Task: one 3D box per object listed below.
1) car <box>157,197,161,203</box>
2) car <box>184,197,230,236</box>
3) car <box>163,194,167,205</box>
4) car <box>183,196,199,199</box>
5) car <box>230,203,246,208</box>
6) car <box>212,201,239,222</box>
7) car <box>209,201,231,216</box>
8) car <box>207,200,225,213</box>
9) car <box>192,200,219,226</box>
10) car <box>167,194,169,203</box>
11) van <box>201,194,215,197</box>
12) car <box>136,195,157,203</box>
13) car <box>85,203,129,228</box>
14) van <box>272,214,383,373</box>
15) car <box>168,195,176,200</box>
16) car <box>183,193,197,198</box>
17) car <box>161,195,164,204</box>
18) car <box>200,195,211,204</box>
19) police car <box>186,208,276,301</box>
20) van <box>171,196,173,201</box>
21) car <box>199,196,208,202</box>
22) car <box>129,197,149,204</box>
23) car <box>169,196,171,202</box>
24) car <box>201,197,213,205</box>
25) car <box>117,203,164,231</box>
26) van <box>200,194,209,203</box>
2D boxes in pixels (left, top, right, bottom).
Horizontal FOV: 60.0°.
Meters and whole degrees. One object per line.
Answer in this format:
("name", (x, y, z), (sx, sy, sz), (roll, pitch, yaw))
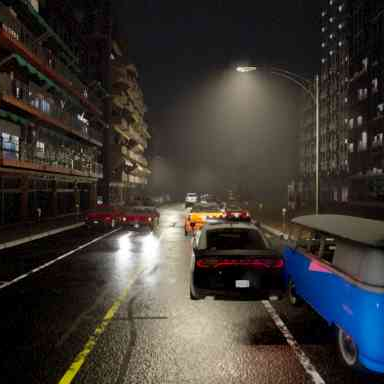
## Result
("car", (-5.699, 1.571, 44.079), (2.008, 1.369, 4.403), (0, 0, 0))
("car", (0.759, 1.355, 18.403), (2.097, 1.767, 4.553), (0, 0, 3))
("car", (-5.701, 1.473, 55.131), (1.967, 1.590, 4.097), (0, 0, 0))
("car", (0.016, 1.622, 45.048), (1.895, 1.301, 4.718), (0, 0, 1))
("car", (2.682, 1.445, 21.972), (1.967, 1.590, 4.097), (0, 0, 0))
("car", (2.682, 1.534, 27.669), (1.752, 1.417, 4.829), (0, 0, 0))
("car", (2.682, 1.594, 33.026), (1.802, 1.307, 4.206), (0, 0, 0))
("car", (2.681, 1.598, 38.552), (1.802, 1.307, 4.206), (0, 0, 0))
("car", (0.884, 1.463, 24.583), (1.801, 1.575, 5.366), (0, 0, 0))
("car", (-5.700, 1.605, 60.658), (1.947, 1.339, 4.313), (0, 0, 0))
("van", (2.679, 1.367, 49.606), (1.690, 1.788, 3.998), (0, 0, 0))
("car", (-5.701, 1.331, 38.552), (2.192, 1.841, 5.009), (0, 0, 0))
("car", (-5.698, 1.550, 21.972), (1.887, 1.381, 4.507), (0, 0, 0))
("van", (2.683, 1.341, 5.392), (1.690, 1.788, 3.998), (0, 0, 0))
("car", (-5.703, 1.662, 93.817), (1.947, 1.339, 4.313), (0, 0, 0))
("car", (-0.004, 1.258, 57.888), (2.150, 2.045, 5.566), (0, 0, 0))
("car", (-5.699, 1.577, 49.606), (2.008, 1.369, 4.403), (0, 0, 0))
("car", (2.678, 1.488, 66.185), (1.967, 1.590, 4.097), (0, 0, 0))
("police car", (0.899, 1.425, 8.500), (1.930, 1.638, 5.238), (0, 0, 0))
("van", (-5.703, 1.398, 71.712), (1.690, 1.788, 3.998), (0, 0, 0))
("car", (2.678, 1.591, 77.408), (1.752, 1.417, 4.829), (0, 0, 0))
("car", (-5.699, 1.537, 32.856), (1.752, 1.417, 4.829), (0, 0, 0))
("car", (-5.701, 1.592, 66.185), (1.887, 1.381, 4.507), (0, 0, 0))
("car", (2.680, 1.605, 60.659), (1.947, 1.339, 4.313), (0, 0, 0))
("car", (-3.102, 1.605, 20.930), (1.895, 1.301, 4.718), (0, 0, 0))
("van", (2.677, 1.398, 71.713), (1.690, 1.788, 3.998), (0, 0, 0))
